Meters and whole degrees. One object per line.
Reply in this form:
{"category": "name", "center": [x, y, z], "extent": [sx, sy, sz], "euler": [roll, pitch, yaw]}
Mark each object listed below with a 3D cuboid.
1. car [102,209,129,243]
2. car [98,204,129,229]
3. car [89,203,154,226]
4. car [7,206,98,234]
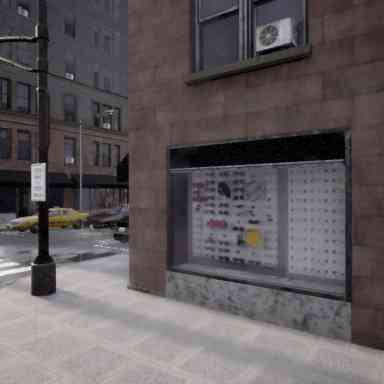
{"category": "car", "center": [-1.633, 1.560, 15.187], "extent": [1.947, 1.339, 4.313], "euler": [0, 0, 35]}
{"category": "car", "center": [-4.177, 1.568, 21.065], "extent": [2.033, 1.411, 5.357], "euler": [0, 0, 35]}
{"category": "car", "center": [-5.021, 1.583, 24.260], "extent": [2.008, 1.369, 4.403], "euler": [0, 0, 35]}
{"category": "car", "center": [-8.261, 1.554, 19.713], "extent": [1.752, 1.417, 4.829], "euler": [0, 0, 35]}
